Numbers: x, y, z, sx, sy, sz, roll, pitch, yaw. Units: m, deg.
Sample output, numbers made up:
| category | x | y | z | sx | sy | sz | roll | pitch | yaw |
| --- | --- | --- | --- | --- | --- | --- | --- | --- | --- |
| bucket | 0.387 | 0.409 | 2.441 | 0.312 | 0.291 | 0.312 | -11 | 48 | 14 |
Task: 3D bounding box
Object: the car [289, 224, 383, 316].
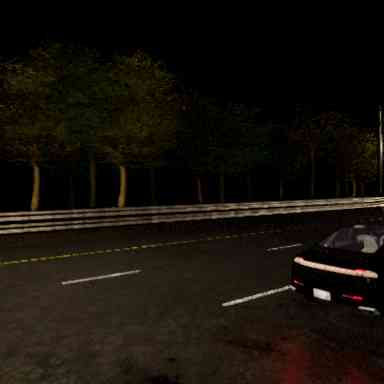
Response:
| category | x | y | z | sx | sy | sz | roll | pitch | yaw |
| --- | --- | --- | --- | --- | --- | --- | --- | --- | --- |
| car | 4.068 | 1.412 | 6.771 | 4.902 | 1.511 | 2.128 | -1 | 0 | -35 |
